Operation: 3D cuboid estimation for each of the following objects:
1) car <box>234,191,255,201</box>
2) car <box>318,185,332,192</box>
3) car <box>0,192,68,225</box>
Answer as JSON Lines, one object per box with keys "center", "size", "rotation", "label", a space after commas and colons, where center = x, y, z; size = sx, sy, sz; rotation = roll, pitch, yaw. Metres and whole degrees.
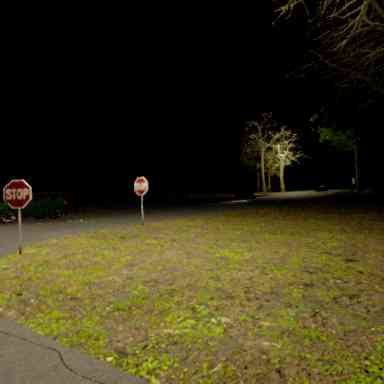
{"center": [8.093, 0.574, 50.896], "size": [1.994, 1.385, 4.181], "rotation": [-3, 1, 34], "label": "car"}
{"center": [29.691, -0.797, 75.338], "size": [2.033, 1.411, 5.357], "rotation": [-3, 1, 30], "label": "car"}
{"center": [-11.192, 1.047, 22.545], "size": [2.150, 2.045, 5.566], "rotation": [-3, 0, 34], "label": "car"}
